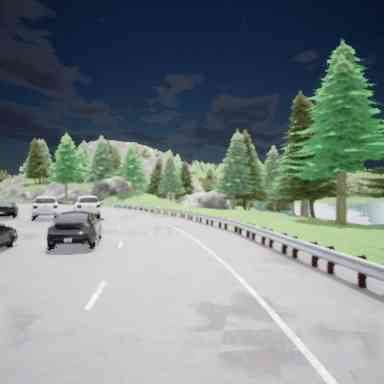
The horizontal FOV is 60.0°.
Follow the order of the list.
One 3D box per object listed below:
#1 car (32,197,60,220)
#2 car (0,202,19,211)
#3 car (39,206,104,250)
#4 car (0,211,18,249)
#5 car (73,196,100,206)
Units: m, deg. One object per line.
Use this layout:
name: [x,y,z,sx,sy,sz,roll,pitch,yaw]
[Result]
car: [-13.355,1.432,30.473,2.150,2.045,5.566,0,0,-22]
car: [-17.879,1.724,32.027,1.882,1.535,5.008,0,0,-24]
car: [-5.157,1.599,15.023,1.837,1.490,4.892,0,0,-10]
car: [-8.336,1.671,12.744,1.994,1.385,4.181,0,0,-10]
car: [-9.892,1.412,31.216,2.150,2.045,5.566,0,0,-22]
